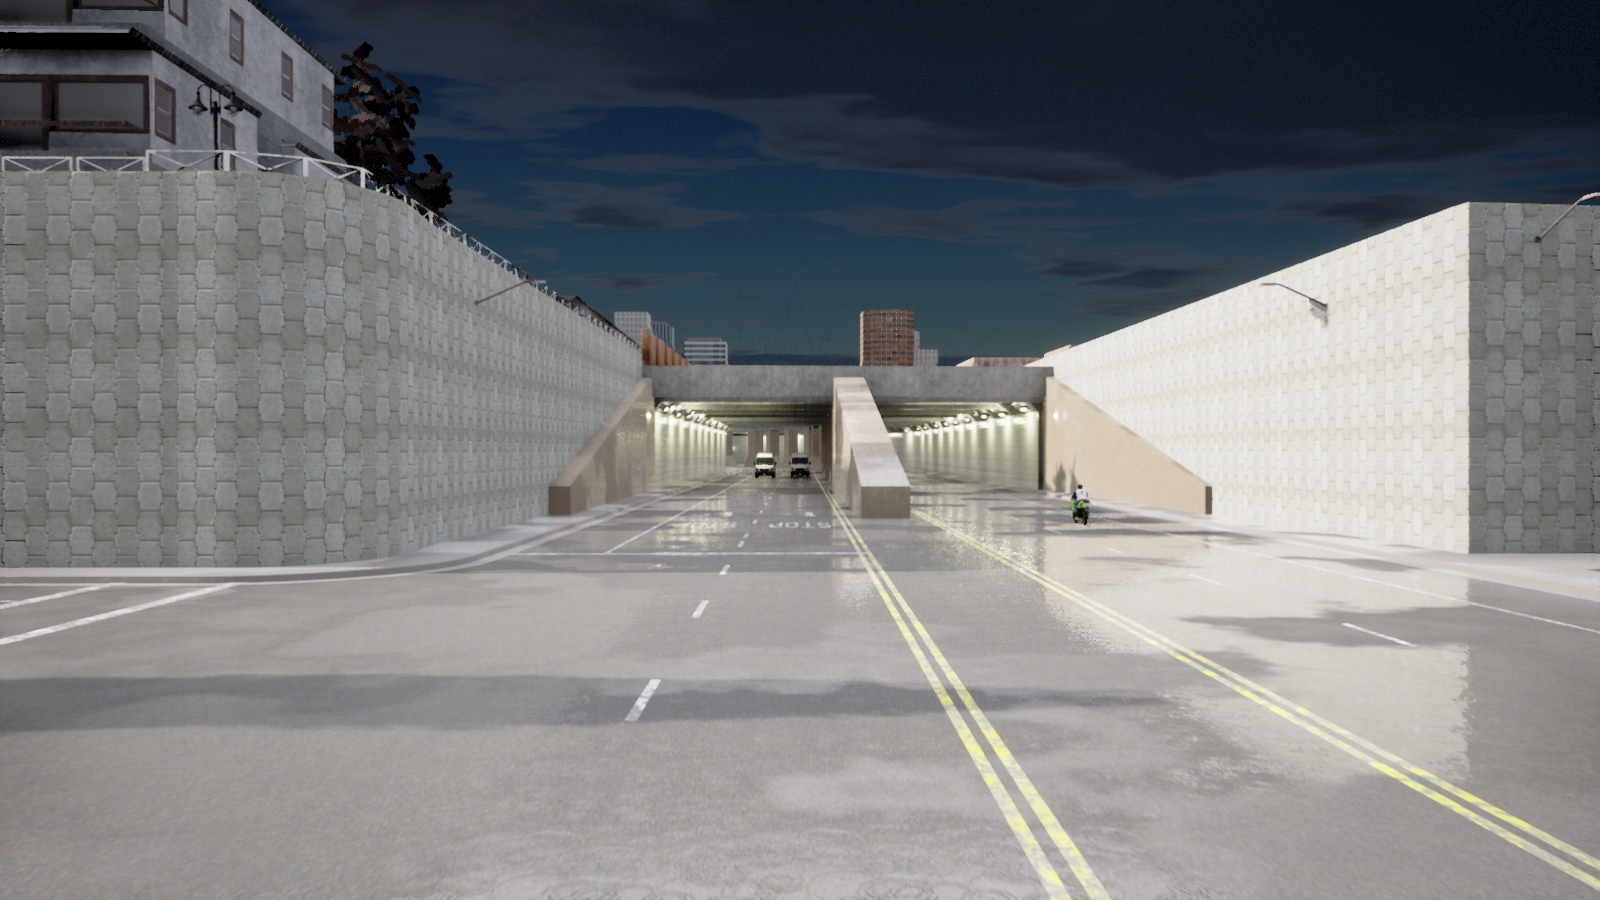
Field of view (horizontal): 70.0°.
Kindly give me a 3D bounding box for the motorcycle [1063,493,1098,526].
[{"bbox_3d":[10.481,2.215,42.762,0.803,1.145,2.033,0,0,0],"label":"motorcycle"}]
